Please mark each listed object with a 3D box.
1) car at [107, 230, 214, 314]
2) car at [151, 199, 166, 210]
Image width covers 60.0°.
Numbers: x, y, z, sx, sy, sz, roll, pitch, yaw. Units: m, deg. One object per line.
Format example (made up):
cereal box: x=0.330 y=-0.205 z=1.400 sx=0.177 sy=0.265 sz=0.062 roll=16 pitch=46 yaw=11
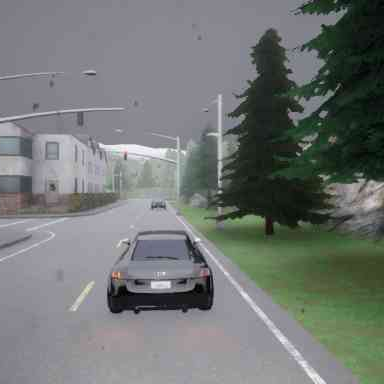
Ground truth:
car: x=-0.693 y=1.564 z=7.711 sx=1.994 sy=1.385 sz=4.181 roll=0 pitch=0 yaw=-5
car: x=-4.438 y=1.601 z=43.923 sx=1.895 sy=1.301 sz=4.718 roll=0 pitch=0 yaw=-6
